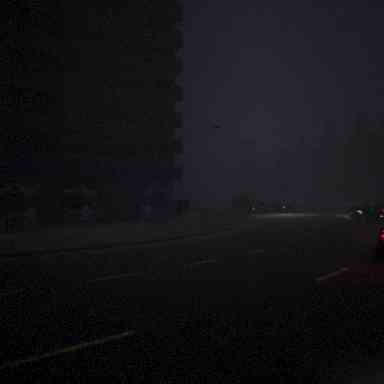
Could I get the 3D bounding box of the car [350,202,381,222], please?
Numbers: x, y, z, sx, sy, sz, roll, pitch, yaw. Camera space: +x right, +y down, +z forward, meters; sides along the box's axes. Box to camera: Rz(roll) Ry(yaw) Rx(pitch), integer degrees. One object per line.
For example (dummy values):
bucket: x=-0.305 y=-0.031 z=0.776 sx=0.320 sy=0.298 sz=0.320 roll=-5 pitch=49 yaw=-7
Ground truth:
car: x=14.323 y=1.571 z=26.902 sx=2.128 sy=1.511 sz=4.902 roll=0 pitch=0 yaw=8

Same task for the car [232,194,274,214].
car: x=6.534 y=1.300 z=37.742 sx=2.150 sy=2.045 sz=5.566 roll=1 pitch=0 yaw=-19

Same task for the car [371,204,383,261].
car: x=7.996 y=1.392 z=11.605 sx=2.097 sy=1.767 sz=4.553 roll=0 pitch=0 yaw=39

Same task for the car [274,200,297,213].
car: x=9.976 y=1.614 z=37.848 sx=1.812 sy=1.442 sz=4.674 roll=0 pitch=0 yaw=-16
